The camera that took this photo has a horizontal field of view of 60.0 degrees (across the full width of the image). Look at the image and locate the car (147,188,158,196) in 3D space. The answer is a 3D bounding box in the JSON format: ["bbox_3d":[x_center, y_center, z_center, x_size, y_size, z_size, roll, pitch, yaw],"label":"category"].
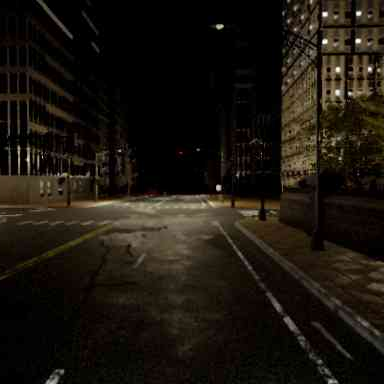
[{"bbox_3d":[-9.704,-0.026,81.669,2.150,2.045,5.566,0,1,0],"label":"car"}]

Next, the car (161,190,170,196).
[{"bbox_3d":[-6.454,0.274,81.700,2.128,1.511,4.902,0,1,0],"label":"car"}]
